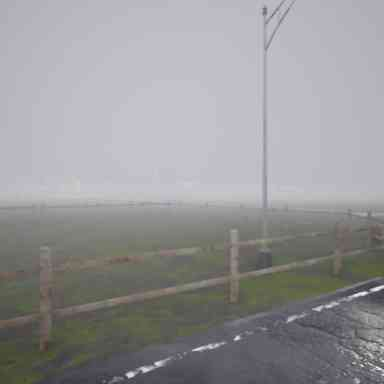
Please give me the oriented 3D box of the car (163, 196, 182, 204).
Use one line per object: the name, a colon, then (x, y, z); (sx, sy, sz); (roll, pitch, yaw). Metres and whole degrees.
car: (-3.588, 1.370, 60.771); (1.994, 1.385, 4.181); (0, 0, -35)
